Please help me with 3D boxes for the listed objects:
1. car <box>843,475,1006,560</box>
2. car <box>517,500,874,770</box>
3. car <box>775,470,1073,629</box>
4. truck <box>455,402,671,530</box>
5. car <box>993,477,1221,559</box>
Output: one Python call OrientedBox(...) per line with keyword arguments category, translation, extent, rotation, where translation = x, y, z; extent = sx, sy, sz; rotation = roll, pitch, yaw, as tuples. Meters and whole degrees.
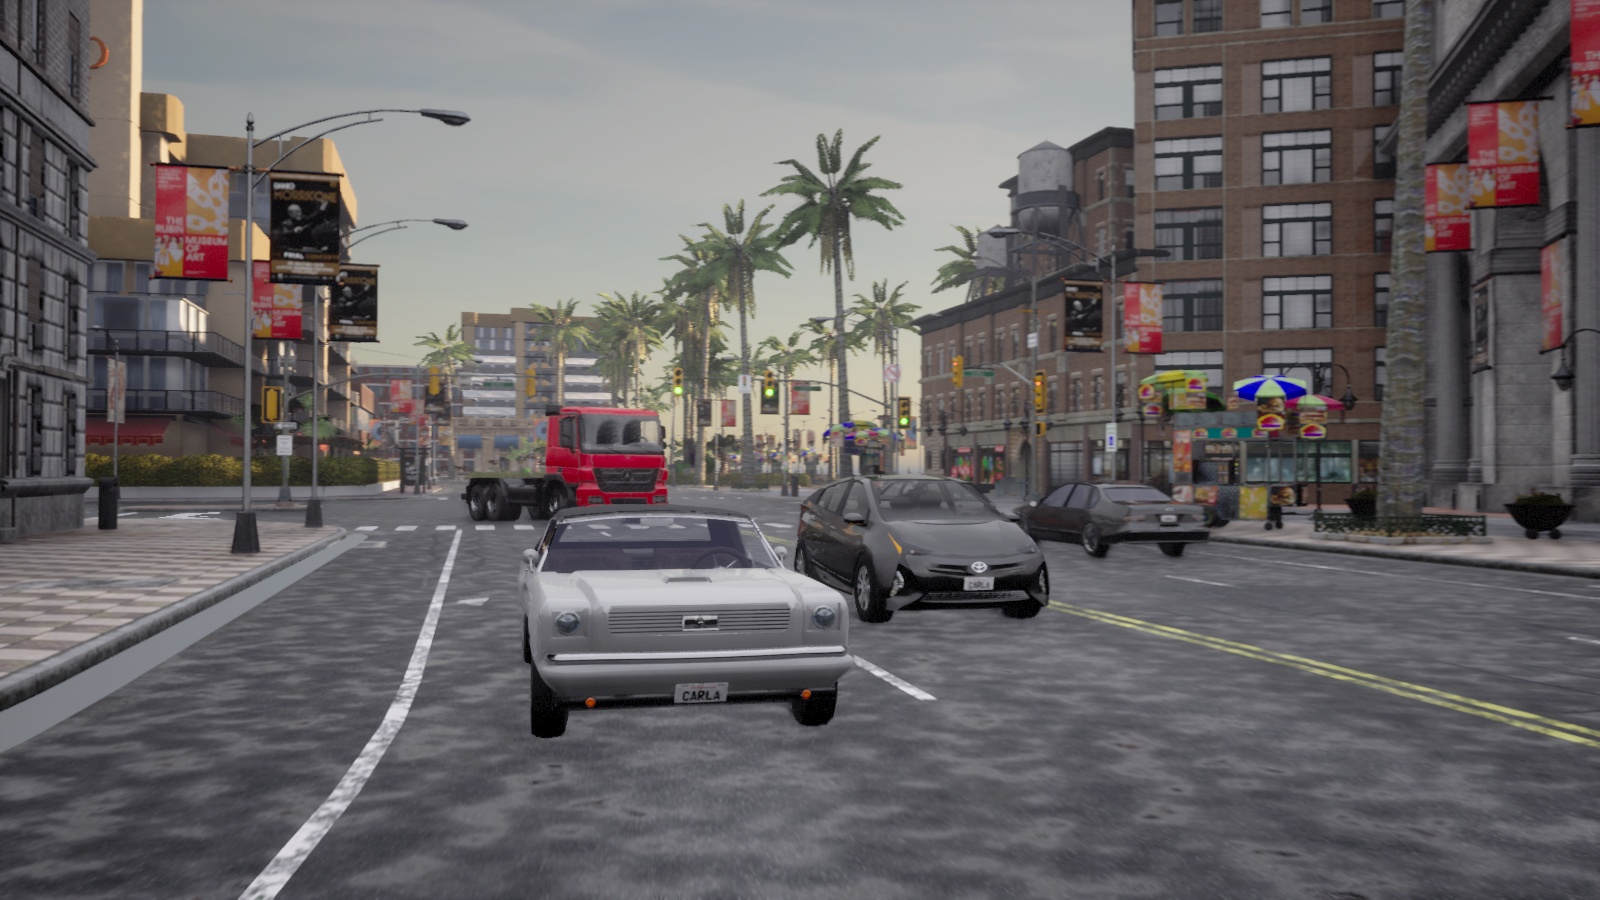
OrientedBox(category="car", translation=(2.299, 1.225, 24.343), extent=(1.816, 1.474, 4.193), rotation=(0, -1, -14))
OrientedBox(category="car", translation=(-1.056, 1.073, 9.129), extent=(1.895, 1.301, 4.718), rotation=(0, -1, -13))
OrientedBox(category="car", translation=(1.205, 0.999, 14.564), extent=(2.007, 1.525, 4.514), rotation=(0, -1, -14))
OrientedBox(category="truck", translation=(-7.301, 0.502, 37.753), extent=(2.891, 3.462, 7.936), rotation=(1, -1, -40))
OrientedBox(category="car", translation=(5.829, 1.247, 24.732), extent=(2.033, 1.411, 5.357), rotation=(0, -1, -15))
